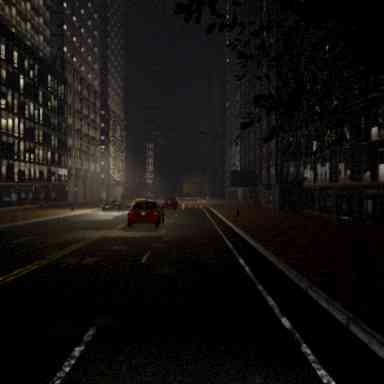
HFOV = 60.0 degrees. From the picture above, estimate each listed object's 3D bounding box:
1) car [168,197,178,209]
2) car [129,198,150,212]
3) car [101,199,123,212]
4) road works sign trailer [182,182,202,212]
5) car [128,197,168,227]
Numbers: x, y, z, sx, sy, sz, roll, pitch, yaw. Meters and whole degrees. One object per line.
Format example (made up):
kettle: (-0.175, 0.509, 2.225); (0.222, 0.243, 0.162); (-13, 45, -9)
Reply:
car: (-3.125, 1.486, 48.446); (2.097, 1.767, 4.553); (0, 0, 0)
car: (-6.563, 1.596, 42.375); (1.882, 1.535, 5.008); (0, 0, 0)
car: (-9.813, 1.621, 40.979); (1.837, 1.490, 4.892); (0, -1, 0)
road works sign trailer: (0.026, 0.575, 40.097); (2.380, 3.560, 2.880); (0, 0, 1)
car: (-3.137, 1.416, 23.543); (2.097, 1.767, 4.553); (0, 0, 0)
